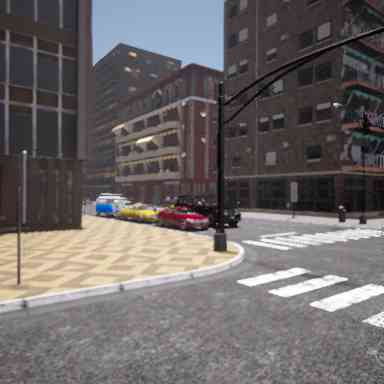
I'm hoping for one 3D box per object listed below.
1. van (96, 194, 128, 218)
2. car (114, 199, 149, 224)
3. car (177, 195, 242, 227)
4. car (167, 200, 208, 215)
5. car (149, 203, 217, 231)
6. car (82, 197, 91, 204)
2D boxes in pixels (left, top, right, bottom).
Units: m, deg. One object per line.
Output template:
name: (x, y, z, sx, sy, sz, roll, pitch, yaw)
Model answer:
van: (-7.262, 1.315, 29.775, 1.690, 1.788, 3.998, 1, 0, -36)
car: (-3.858, 1.509, 25.037, 1.752, 1.417, 4.829, 1, 0, -36)
car: (0.923, 1.237, 22.828, 2.150, 2.045, 5.566, 1, 0, -36)
car: (-0.560, 1.575, 34.804, 1.752, 1.417, 4.829, 1, 0, -36)
car: (-0.652, 1.576, 20.577, 1.802, 1.307, 4.206, 1, 0, -36)
car: (-20.398, 1.533, 62.394, 1.752, 1.417, 4.829, 1, 0, -36)
